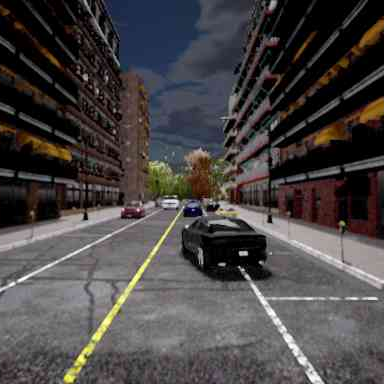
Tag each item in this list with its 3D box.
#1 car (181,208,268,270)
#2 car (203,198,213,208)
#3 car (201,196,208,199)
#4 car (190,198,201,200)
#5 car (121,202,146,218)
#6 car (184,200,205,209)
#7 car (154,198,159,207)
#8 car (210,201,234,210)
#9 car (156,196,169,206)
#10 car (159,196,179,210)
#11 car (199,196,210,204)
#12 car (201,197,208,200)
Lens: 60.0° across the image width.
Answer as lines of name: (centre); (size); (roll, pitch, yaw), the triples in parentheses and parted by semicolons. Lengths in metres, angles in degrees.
car: (0.883, 1.561, 11.574); (1.882, 1.535, 5.008); (0, 0, -12)
car: (2.792, 1.885, 44.167); (1.947, 1.339, 4.313); (1, 0, 0)
car: (2.869, 2.029, 65.798); (2.008, 1.369, 4.403); (1, 0, 0)
car: (0.123, 1.912, 53.362); (1.812, 1.442, 4.674); (0, 0, 0)
car: (-5.682, 1.674, 32.427); (1.967, 1.590, 4.097); (1, 0, 0)
car: (0.113, 1.822, 35.813); (1.994, 1.385, 4.181); (0, 0, 0)
car: (-5.781, 1.988, 60.266); (2.008, 1.369, 4.403); (1, 0, 0)
car: (2.722, 1.720, 26.992); (1.752, 1.417, 4.829); (1, 0, 0)
car: (-5.776, 1.794, 65.836); (2.192, 1.841, 5.009); (1, 0, 0)
car: (-3.031, 1.573, 48.223); (2.150, 2.045, 5.566); (0, -1, 0)
car: (2.877, 1.876, 76.934); (2.192, 1.841, 5.009); (1, 0, 0)
car: (2.863, 1.923, 54.831); (1.752, 1.417, 4.829); (1, 0, 0)
